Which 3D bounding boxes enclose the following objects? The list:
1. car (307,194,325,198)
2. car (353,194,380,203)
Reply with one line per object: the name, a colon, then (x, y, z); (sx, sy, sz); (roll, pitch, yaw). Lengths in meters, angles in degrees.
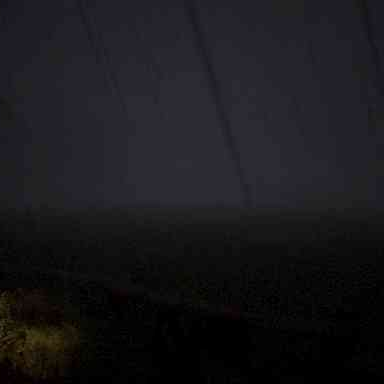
car: (33.345, 1.199, 88.921); (4.605, 1.855, 1.932); (1, 0, 35)
car: (36.295, 1.476, 69.859); (4.611, 1.667, 2.242); (1, 0, 35)
